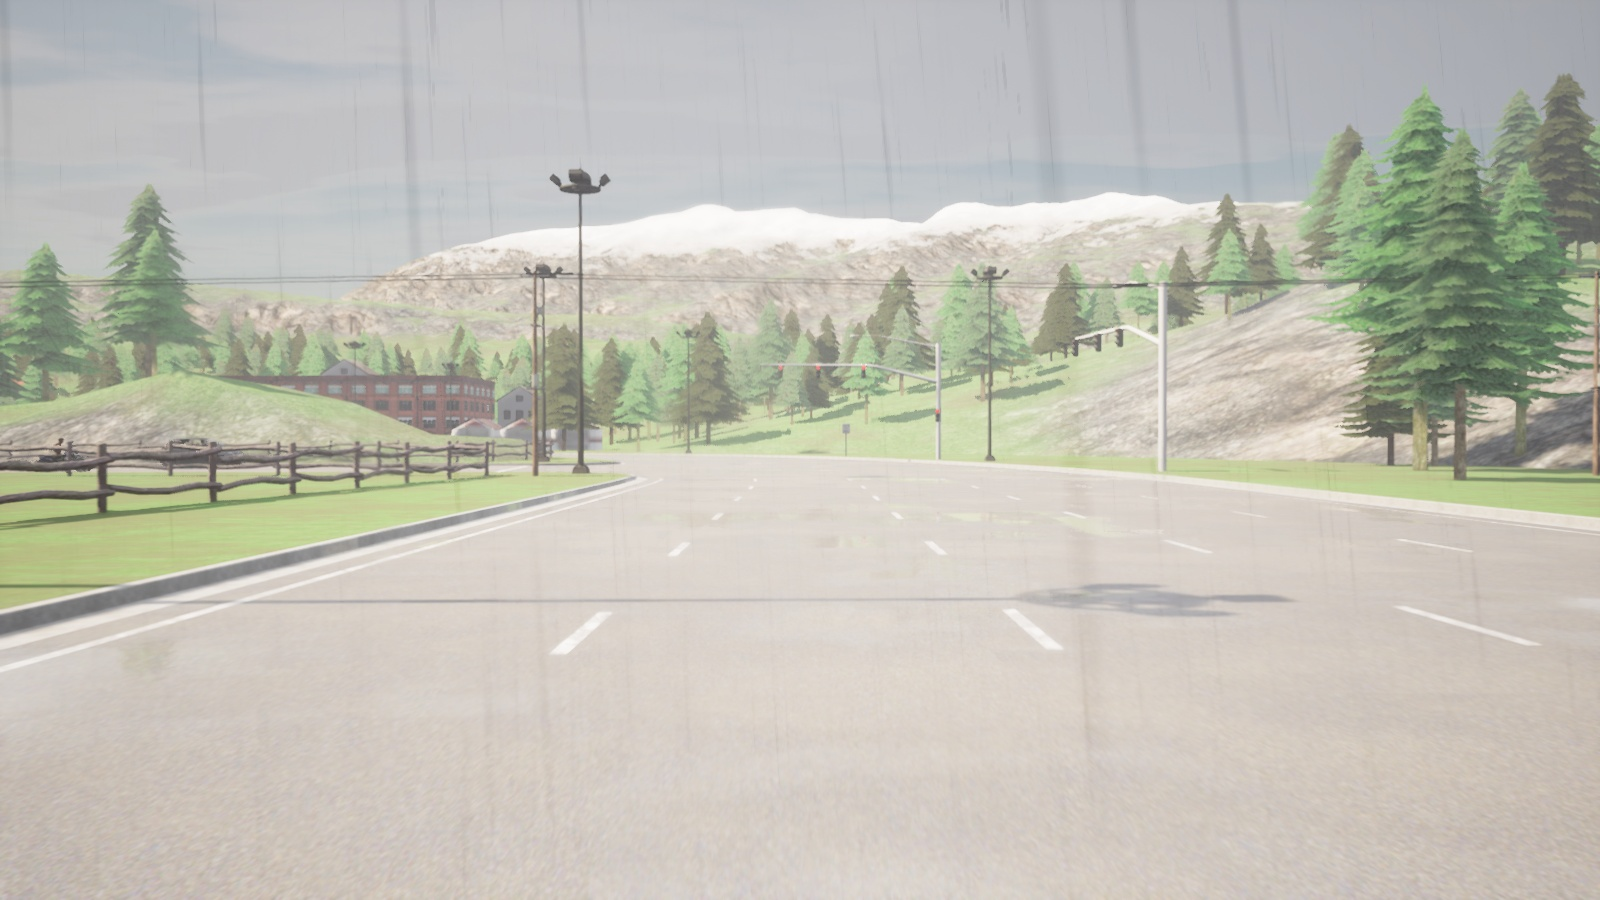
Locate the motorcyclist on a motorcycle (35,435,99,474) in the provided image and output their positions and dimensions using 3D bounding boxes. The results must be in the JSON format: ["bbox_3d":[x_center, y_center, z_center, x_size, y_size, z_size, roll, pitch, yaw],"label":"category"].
[{"bbox_3d":[-32.046,0.192,54.910,2.350,1.649,0.766,0,0,0],"label":"motorcyclist on a motorcycle"}]

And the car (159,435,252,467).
[{"bbox_3d":[-30.929,0.048,65.416,3.988,1.617,1.851,0,1,0],"label":"car"}]
